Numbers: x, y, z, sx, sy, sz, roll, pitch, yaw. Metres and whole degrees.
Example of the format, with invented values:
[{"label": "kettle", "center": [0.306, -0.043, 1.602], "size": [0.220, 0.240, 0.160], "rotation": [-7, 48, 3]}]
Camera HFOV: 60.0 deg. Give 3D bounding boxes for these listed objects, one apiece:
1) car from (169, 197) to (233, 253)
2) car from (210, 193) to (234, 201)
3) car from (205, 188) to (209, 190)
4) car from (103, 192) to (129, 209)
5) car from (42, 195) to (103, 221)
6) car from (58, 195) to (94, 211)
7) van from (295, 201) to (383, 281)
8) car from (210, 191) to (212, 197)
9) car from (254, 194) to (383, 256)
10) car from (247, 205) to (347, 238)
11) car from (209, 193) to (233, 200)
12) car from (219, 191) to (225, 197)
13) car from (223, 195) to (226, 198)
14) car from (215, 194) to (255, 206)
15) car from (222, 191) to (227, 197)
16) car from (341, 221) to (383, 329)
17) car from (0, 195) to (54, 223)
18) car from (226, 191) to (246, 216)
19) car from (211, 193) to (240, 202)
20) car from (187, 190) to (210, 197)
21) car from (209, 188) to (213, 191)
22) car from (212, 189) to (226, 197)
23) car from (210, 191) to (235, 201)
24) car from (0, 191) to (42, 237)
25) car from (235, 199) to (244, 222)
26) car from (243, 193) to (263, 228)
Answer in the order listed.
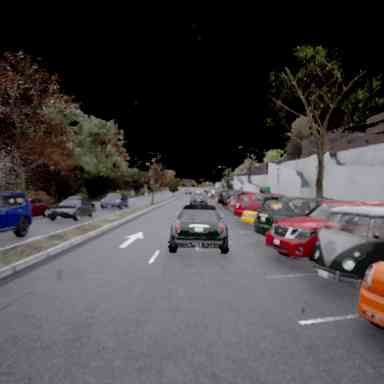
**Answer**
[{"label": "car", "center": [0.294, 1.292, 13.632], "size": [2.097, 1.767, 4.553], "rotation": [1, 1, 1]}, {"label": "car", "center": [6.378, 1.012, 71.431], "size": [4.674, 1.452, 2.002], "rotation": [2, 1, -19]}, {"label": "car", "center": [6.512, 0.653, 77.450], "size": [5.566, 2.045, 2.435], "rotation": [2, 1, -19]}, {"label": "car", "center": [-8.113, 0.845, 35.152], "size": [2.097, 1.767, 4.553], "rotation": [1, 1, 1]}, {"label": "car", "center": [-8.327, 1.186, 23.603], "size": [2.033, 1.411, 5.357], "rotation": [1, 1, 1]}, {"label": "car", "center": [-11.169, 1.034, 32.432], "size": [1.994, 1.385, 4.181], "rotation": [1, 1, 1]}, {"label": "van", "center": [5.138, 1.363, 8.357], "size": [4.442, 1.987, 1.878], "rotation": [2, 1, -19]}, {"label": "car", "center": [5.848, 1.096, 50.365], "size": [5.366, 1.575, 1.946], "rotation": [2, 1, -19]}, {"label": "car", "center": [5.303, 1.299, 11.391], "size": [5.566, 2.045, 2.435], "rotation": [2, 1, -19]}, {"label": "car", "center": [5.448, 1.510, 17.425], "size": [4.674, 1.452, 2.002], "rotation": [2, 1, -19]}, {"label": "car", "center": [6.453, 0.968, 74.455], "size": [4.792, 1.488, 2.163], "rotation": [2, 0, -19]}, {"label": "car", "center": [5.744, 1.114, 35.420], "size": [4.553, 1.767, 2.185], "rotation": [2, 0, -19]}, {"label": "car", "center": [5.677, 1.314, 29.427], "size": [4.892, 1.521, 2.231], "rotation": [2, 1, -19]}, {"label": "car", "center": [6.147, 1.129, 47.494], "size": [5.366, 1.575, 1.946], "rotation": [2, 0, -19]}, {"label": "car", "center": [5.756, 1.151, 32.434], "size": [4.553, 1.767, 2.185], "rotation": [2, 1, -19]}, {"label": "car", "center": [5.113, 1.505, 5.381], "size": [4.553, 1.767, 2.185], "rotation": [2, 1, -18]}, {"label": "car", "center": [-11.345, 1.075, 22.505], "size": [1.882, 1.535, 5.008], "rotation": [1, 1, 1]}, {"label": "car", "center": [5.600, 1.139, 23.437], "size": [5.566, 2.045, 2.435], "rotation": [2, 1, -19]}, {"label": "car", "center": [6.218, 1.034, 62.433], "size": [5.008, 1.535, 2.097], "rotation": [2, 0, -19]}, {"label": "car", "center": [0.783, 0.961, 40.127], "size": [2.097, 1.767, 4.553], "rotation": [1, 1, 1]}, {"label": "car", "center": [6.058, 0.833, 53.412], "size": [5.566, 2.045, 2.435], "rotation": [2, 1, -19]}, {"label": "car", "center": [5.904, 0.928, 41.444], "size": [5.566, 2.045, 2.435], "rotation": [2, 0, -19]}, {"label": "car", "center": [6.361, 0.869, 68.441], "size": [4.553, 1.767, 2.185], "rotation": [2, 1, -19]}, {"label": "car", "center": [-8.537, 0.997, 13.350], "size": [2.150, 2.045, 5.566], "rotation": [1, 1, 1]}, {"label": "car", "center": [5.687, 1.432, 20.488], "size": [5.366, 1.575, 1.946], "rotation": [2, 1, -19]}, {"label": "car", "center": [5.425, 1.260, 14.425], "size": [5.566, 2.045, 2.435], "rotation": [2, 1, -19]}]
